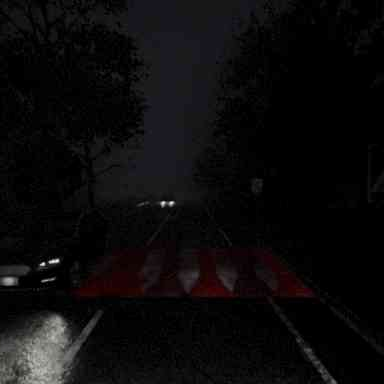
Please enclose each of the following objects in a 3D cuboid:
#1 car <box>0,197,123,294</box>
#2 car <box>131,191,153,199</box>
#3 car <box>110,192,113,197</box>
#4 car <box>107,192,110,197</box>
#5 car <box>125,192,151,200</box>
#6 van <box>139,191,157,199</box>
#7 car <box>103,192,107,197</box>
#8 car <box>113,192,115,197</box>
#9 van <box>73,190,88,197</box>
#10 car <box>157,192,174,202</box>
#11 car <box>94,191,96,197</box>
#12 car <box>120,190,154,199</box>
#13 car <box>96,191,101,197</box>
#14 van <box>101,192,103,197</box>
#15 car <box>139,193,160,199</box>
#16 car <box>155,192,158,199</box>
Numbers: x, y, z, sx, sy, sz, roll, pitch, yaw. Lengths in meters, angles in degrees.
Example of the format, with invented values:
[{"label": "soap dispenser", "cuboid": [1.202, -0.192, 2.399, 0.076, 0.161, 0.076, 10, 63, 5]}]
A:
[{"label": "car", "cuboid": [-3.423, 1.205, 8.603, 2.128, 1.511, 4.902, -1, 5, -1]}, {"label": "car", "cuboid": [-10.958, 0.722, 72.833, 4.553, 1.767, 2.185, 0, -1, 0]}, {"label": "car", "cuboid": [-24.111, 1.111, 86.789, 5.008, 1.535, 2.097, 0, -1, 0]}, {"label": "car", "cuboid": [-24.088, 1.058, 83.894, 5.008, 1.535, 2.097, 0, -1, 0]}, {"label": "car", "cuboid": [-10.889, 0.770, 67.283, 4.892, 1.521, 2.231, 0, -1, 0]}, {"label": "van", "cuboid": [-11.130, 0.823, 83.932, 4.442, 1.987, 1.878, 0, -1, 0]}, {"label": "car", "cuboid": [-24.041, 0.884, 81.252, 4.553, 1.767, 2.185, 0, -1, 0]}, {"label": "car", "cuboid": [-24.132, 1.163, 89.559, 4.892, 1.521, 2.231, 0, -1, 0]}, {"label": "van", "cuboid": [-24.081, 0.553, 67.286, 4.442, 1.987, 1.878, 0, -1, 0]}, {"label": "car", "cuboid": [-3.739, 0.818, 51.154, 1.994, 1.385, 4.181, 0, 0, 0]}, {"label": "car", "cuboid": [-24.014, 0.564, 70.179, 5.566, 2.045, 2.435, 0, -1, 0]}, {"label": "car", "cuboid": [-10.676, 0.739, 64.516, 5.366, 1.575, 1.946, 0, -1, 0]}, {"label": "car", "cuboid": [-24.023, 0.910, 75.710, 4.892, 1.521, 2.231, 0, -1, 0]}, {"label": "van", "cuboid": [-24.168, 0.734, 78.483, 4.442, 1.987, 1.878, 0, -1, 0]}, {"label": "car", "cuboid": [-11.041, 1.099, 86.705, 5.008, 1.535, 2.097, 0, -1, 0]}, {"label": "car", "cuboid": [-10.920, 0.645, 75.607, 5.566, 2.045, 2.435, 0, -1, 0]}]
